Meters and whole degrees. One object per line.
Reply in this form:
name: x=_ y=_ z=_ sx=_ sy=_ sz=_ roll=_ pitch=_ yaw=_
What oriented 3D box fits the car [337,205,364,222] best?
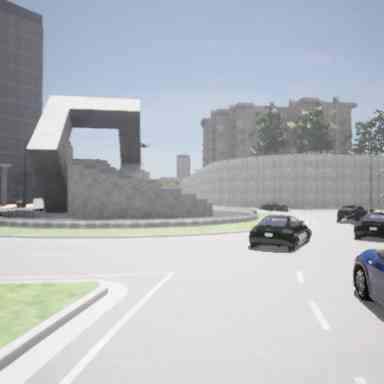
car: x=14.449 y=1.895 z=29.766 sx=1.837 sy=1.490 sz=4.892 roll=-1 pitch=-1 yaw=40

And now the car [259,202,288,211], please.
car: x=11.732 y=2.120 z=48.127 sx=1.994 sy=1.385 sz=4.181 roll=1 pitch=-1 yaw=-36

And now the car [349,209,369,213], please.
car: x=10.233 y=1.812 z=18.126 sx=1.994 sy=1.385 sz=4.181 roll=0 pitch=-1 yaw=38

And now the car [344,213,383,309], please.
car: x=4.444 y=1.441 z=5.618 sx=2.097 sy=1.767 sz=4.553 roll=0 pitch=0 yaw=8

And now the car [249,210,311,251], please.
car: x=4.135 y=1.746 z=15.374 sx=1.994 sy=1.385 sz=4.181 roll=0 pitch=-1 yaw=30
